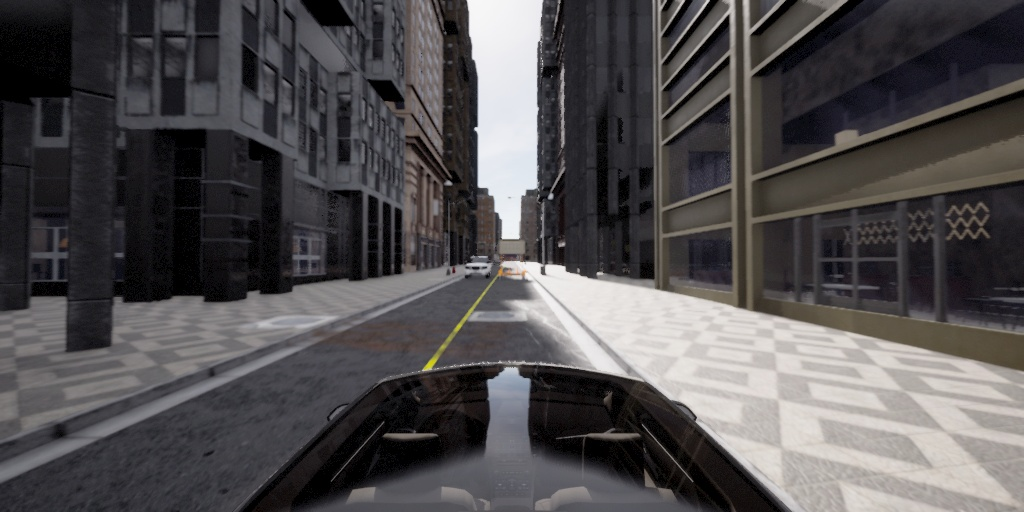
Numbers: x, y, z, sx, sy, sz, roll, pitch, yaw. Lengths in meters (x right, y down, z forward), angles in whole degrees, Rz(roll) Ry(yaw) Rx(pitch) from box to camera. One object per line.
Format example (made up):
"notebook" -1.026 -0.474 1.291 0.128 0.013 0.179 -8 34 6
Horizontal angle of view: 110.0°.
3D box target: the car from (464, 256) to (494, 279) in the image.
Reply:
"car" -3.113 1.013 33.567 2.150 2.045 5.566 0 0 0

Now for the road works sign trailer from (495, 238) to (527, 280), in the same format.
"road works sign trailer" -0.016 0.253 31.471 2.380 3.560 2.880 0 0 0
